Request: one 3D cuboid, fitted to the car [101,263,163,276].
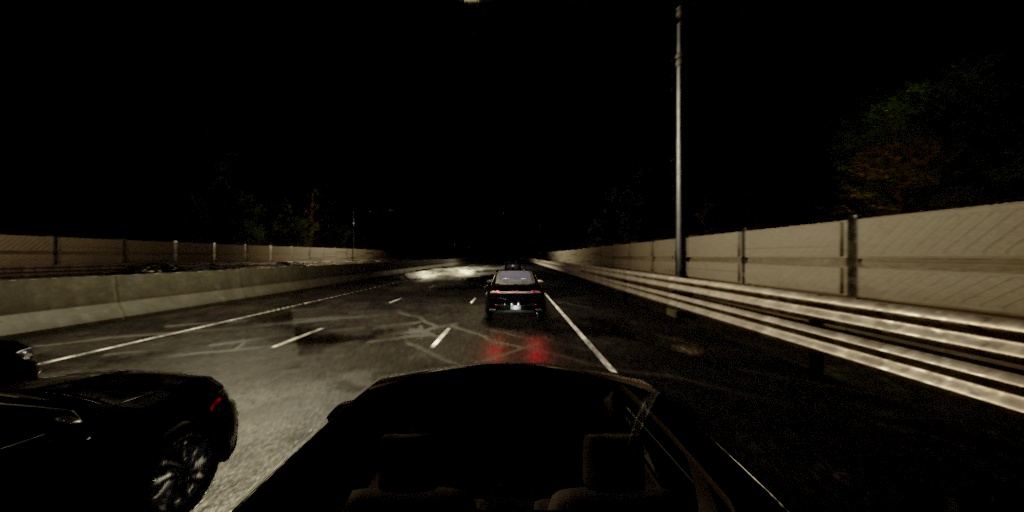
[{"bbox_3d":[-24.591,1.263,24.136,1.837,1.490,4.892,0,0,0],"label":"car"}]

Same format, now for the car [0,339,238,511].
[{"bbox_3d":[-3.399,1.255,1.251,1.837,1.490,4.892,0,0,0],"label":"car"}]

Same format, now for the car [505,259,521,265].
[{"bbox_3d":[0.111,1.196,44.408,2.033,1.649,4.856,0,0,0],"label":"car"}]

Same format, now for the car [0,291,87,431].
[{"bbox_3d":[-6.900,1.242,2.470,2.128,1.511,4.902,0,0,0],"label":"car"}]

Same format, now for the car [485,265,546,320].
[{"bbox_3d":[0.104,1.246,12.574,2.128,1.511,4.902,0,0,0],"label":"car"}]

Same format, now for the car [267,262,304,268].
[{"bbox_3d":[-17.590,1.251,27.624,2.128,1.511,4.902,0,0,0],"label":"car"}]

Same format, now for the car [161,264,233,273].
[{"bbox_3d":[-21.091,1.322,24.799,1.994,1.385,4.181,0,0,0],"label":"car"}]
